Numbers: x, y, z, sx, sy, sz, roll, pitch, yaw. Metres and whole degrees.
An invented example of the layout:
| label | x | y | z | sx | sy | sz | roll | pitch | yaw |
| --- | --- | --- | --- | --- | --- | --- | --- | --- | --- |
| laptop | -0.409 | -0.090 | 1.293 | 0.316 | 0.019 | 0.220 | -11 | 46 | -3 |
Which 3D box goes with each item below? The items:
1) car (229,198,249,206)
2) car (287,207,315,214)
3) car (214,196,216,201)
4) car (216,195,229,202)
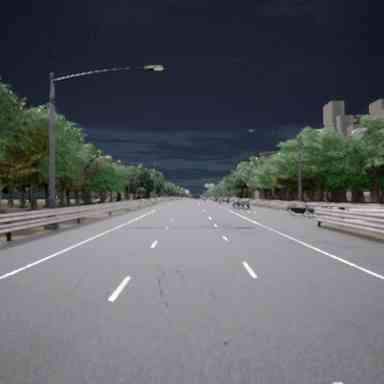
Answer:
| label | x | y | z | sx | sy | sz | roll | pitch | yaw |
| --- | --- | --- | --- | --- | --- | --- | --- | --- | --- |
| car | 7.819 | 1.792 | 53.234 | 1.837 | 1.490 | 4.892 | 0 | 0 | -8 |
| car | 11.868 | 1.790 | 34.688 | 1.895 | 1.301 | 4.718 | 0 | 0 | -18 |
| car | 7.042 | 1.887 | 89.462 | 2.150 | 2.045 | 5.566 | 0 | -1 | 0 |
| car | 7.014 | 1.672 | 72.450 | 2.150 | 2.045 | 5.566 | 0 | 0 | 0 |
